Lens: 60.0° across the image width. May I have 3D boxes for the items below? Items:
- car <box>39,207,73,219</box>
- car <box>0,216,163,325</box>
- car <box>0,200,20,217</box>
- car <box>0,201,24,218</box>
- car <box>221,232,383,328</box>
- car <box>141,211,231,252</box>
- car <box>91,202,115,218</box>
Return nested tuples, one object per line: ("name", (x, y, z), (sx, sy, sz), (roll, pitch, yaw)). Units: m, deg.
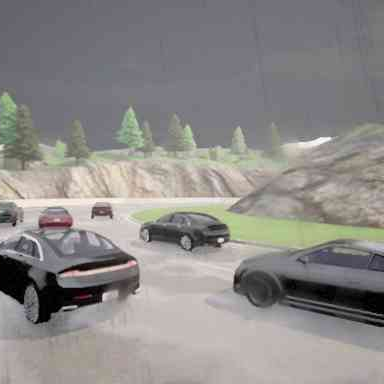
("car", (-9.104, 1.684, 22.177), (1.994, 1.385, 4.181), (0, 0, -25))
("car", (-3.106, 1.532, 7.292), (4.902, 1.511, 2.128), (0, 0, 44))
("car", (-19.552, 1.645, 33.766), (2.128, 1.511, 4.902), (0, 0, -7))
("car", (-13.576, 1.464, 24.140), (2.097, 1.767, 4.553), (1, 0, -20))
("car", (2.924, 1.629, 6.552), (4.181, 1.385, 1.994), (0, 0, 38))
("car", (-0.464, 1.613, 14.661), (1.837, 1.490, 4.892), (0, 0, -41))
("car", (-8.612, 1.674, 32.318), (1.882, 1.535, 5.008), (0, 0, -11))
